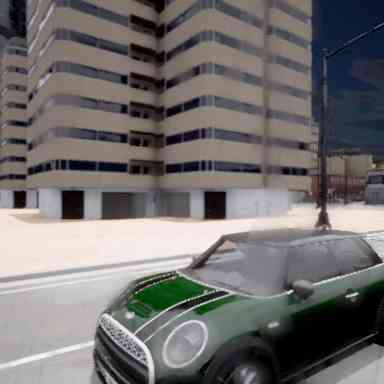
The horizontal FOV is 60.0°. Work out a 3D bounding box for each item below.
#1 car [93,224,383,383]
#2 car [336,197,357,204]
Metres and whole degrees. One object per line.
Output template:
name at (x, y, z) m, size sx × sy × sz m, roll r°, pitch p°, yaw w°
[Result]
car at (1.014, 1.366, 4.710) m, size 4.553 × 1.767 × 2.097 m, roll 0°, pitch 0°, yaw -35°
car at (38.269, 2.164, 83.116) m, size 1.970 × 1.475 × 3.806 m, roll 0°, pitch -1°, yaw -37°
